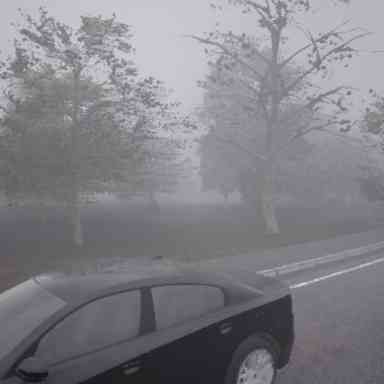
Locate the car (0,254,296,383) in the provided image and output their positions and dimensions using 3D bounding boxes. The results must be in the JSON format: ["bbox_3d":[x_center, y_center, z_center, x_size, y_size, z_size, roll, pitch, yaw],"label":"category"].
[{"bbox_3d":[-1.053,1.487,3.314,5.008,1.535,1.882,0,0,-37],"label":"car"}]
